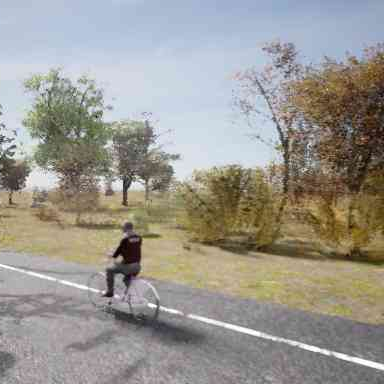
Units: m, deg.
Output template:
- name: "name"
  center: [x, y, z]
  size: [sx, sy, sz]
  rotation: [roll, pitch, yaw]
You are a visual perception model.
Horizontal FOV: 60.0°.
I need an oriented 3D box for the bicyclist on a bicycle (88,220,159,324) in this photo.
- name: "bicyclist on a bicycle"
  center: [-1.303, 1.373, 5.984]
  size: [1.843, 1.776, 0.659]
  rotation: [0, 0, 36]
